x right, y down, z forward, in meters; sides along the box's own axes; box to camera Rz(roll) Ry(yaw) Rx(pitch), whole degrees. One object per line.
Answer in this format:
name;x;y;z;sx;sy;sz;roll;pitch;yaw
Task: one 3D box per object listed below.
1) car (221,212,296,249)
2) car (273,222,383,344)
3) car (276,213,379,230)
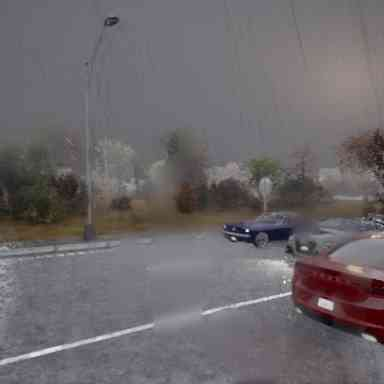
car;3.574;1.528;14.219;4.718;1.301;1.895;0;1;-30
car;4.038;1.465;6.079;5.008;1.535;1.882;0;0;-31
car;5.134;1.521;11.060;4.181;1.385;1.994;0;1;-30
